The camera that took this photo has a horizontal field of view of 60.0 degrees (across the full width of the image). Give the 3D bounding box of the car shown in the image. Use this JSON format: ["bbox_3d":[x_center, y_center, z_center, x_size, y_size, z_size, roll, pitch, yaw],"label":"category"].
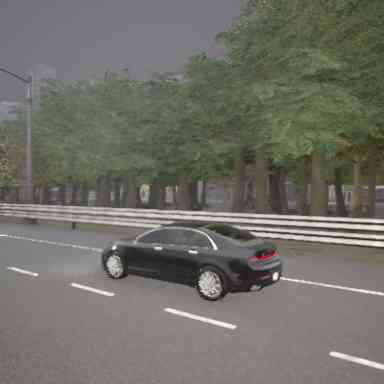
[{"bbox_3d":[-0.239,1.507,8.337,4.892,1.490,1.837,0,0,36],"label":"car"}]
